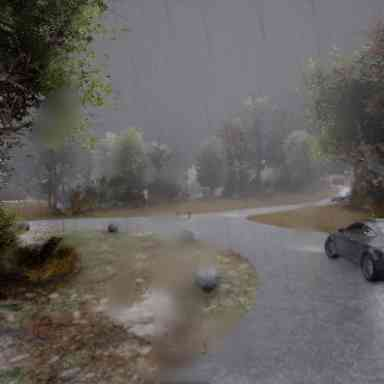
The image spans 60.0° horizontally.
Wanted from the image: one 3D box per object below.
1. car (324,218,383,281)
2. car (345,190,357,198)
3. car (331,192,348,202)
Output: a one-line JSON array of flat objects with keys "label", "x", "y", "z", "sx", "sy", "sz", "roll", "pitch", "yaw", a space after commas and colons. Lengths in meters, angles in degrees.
[{"label": "car", "x": 5.377, "y": 1.481, "z": 9.503, "sx": 1.812, "sy": 1.442, "sz": 4.674, "roll": -1, "pitch": 0, "yaw": 5}, {"label": "car", "x": 37.901, "y": 0.477, "z": 79.336, "sx": 2.128, "sy": 1.511, "sz": 4.902, "roll": -1, "pitch": 3, "yaw": 30}, {"label": "car", "x": 28.495, "y": 1.218, "z": 64.715, "sx": 1.895, "sy": 1.301, "sz": 4.718, "roll": -1, "pitch": 1, "yaw": 35}]
